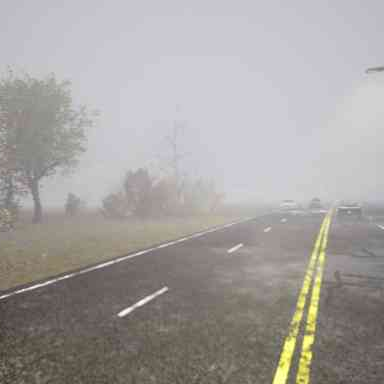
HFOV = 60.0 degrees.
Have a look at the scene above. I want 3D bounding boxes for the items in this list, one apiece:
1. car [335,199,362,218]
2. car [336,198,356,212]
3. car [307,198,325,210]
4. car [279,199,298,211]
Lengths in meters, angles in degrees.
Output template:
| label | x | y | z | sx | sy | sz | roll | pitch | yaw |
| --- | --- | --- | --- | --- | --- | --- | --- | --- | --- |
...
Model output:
| label | x | y | z | sx | sy | sz | roll | pitch | yaw |
| --- | --- | --- | --- | --- | --- | --- | --- | --- | --- |
| car | 13.702 | 1.441 | 29.110 | 2.128 | 1.511 | 4.902 | -1 | 0 | 24 |
| car | 18.026 | 1.495 | 39.096 | 1.994 | 1.385 | 4.181 | -1 | 0 | 24 |
| car | 15.884 | 1.511 | 42.603 | 1.837 | 1.490 | 4.892 | -1 | -1 | 24 |
| car | 12.544 | 1.610 | 43.086 | 1.812 | 1.442 | 4.674 | -1 | 0 | 24 |
